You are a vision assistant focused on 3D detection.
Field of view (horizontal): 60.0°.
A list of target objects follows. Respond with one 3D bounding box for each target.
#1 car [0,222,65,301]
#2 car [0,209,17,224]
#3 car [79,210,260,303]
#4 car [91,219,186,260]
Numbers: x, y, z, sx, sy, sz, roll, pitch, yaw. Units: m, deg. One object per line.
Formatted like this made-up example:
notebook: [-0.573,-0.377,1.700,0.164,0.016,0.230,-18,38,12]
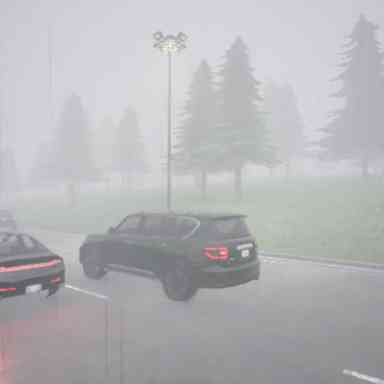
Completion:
car: [-4.983,1.723,8.111,4.902,1.511,2.128,-1,-2,40]
car: [-15.527,2.073,25.871,4.553,1.767,2.097,-1,-2,40]
car: [-0.859,1.508,9.244,5.566,2.045,2.150,-1,-2,40]
car: [-2.521,2.020,15.152,4.181,1.385,1.994,-1,-2,40]
